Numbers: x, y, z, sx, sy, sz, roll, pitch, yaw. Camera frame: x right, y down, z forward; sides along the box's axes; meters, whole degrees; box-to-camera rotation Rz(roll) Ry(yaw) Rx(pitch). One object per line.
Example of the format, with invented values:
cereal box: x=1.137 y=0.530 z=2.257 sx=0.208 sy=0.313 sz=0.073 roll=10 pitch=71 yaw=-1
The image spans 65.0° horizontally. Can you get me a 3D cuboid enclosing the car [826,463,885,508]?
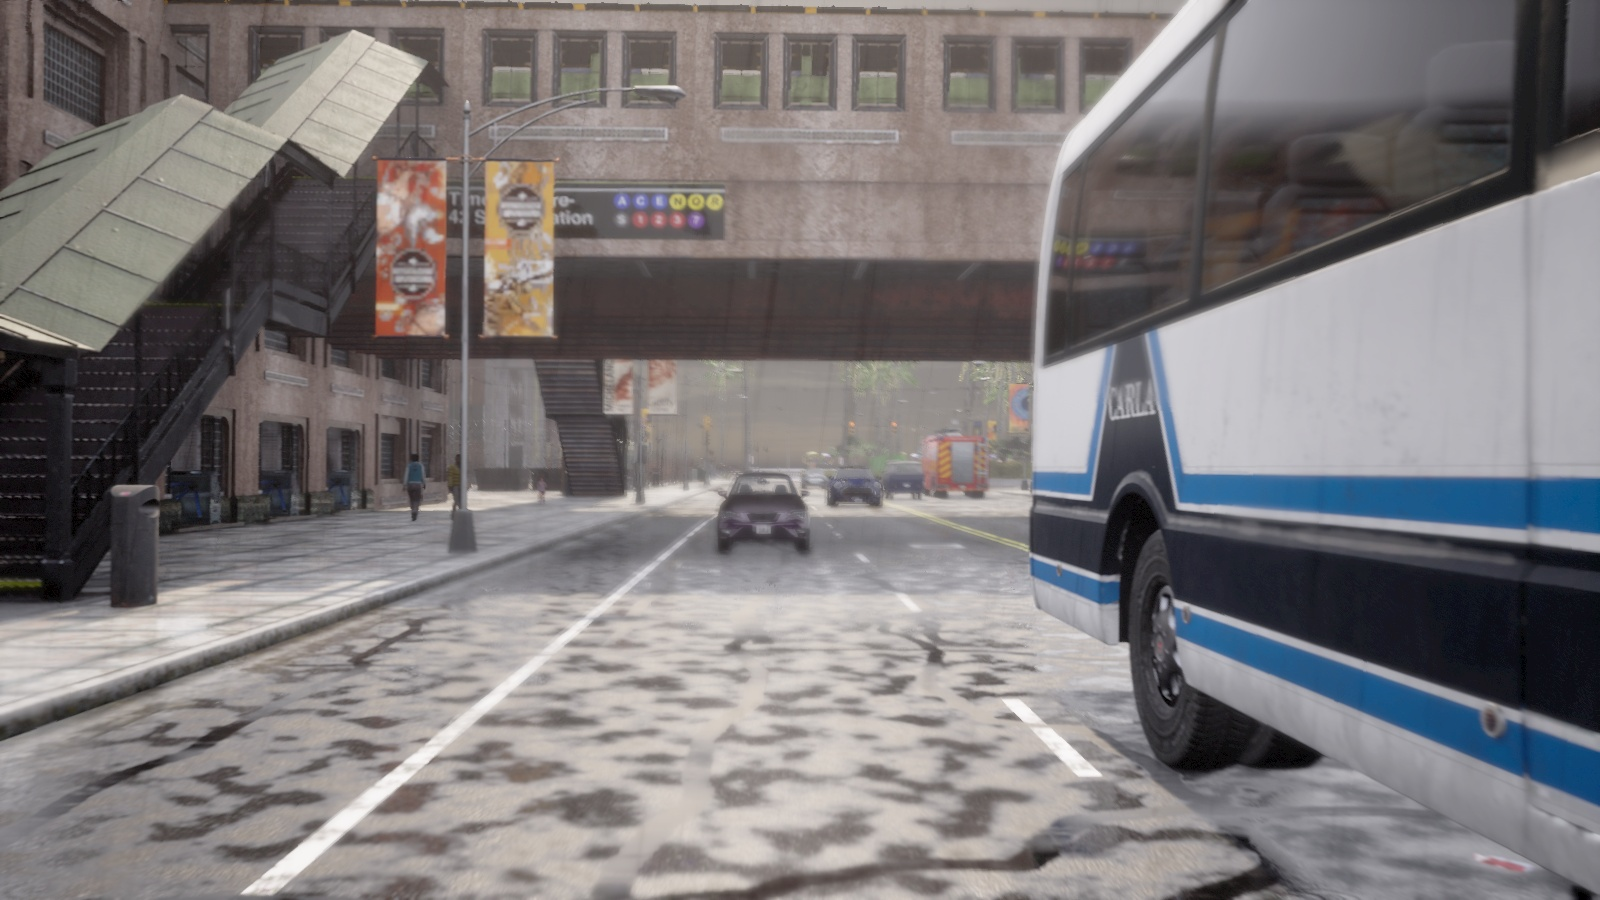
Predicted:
car: x=2.263 y=1.448 z=52.154 sx=2.097 sy=1.767 sz=4.553 roll=0 pitch=-1 yaw=-2

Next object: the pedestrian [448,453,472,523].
pedestrian: x=-9.014 y=1.007 z=33.299 sx=0.431 sy=1.840 sz=0.709 roll=0 pitch=-1 yaw=-30

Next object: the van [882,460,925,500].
van: x=5.358 y=1.529 z=65.360 sx=1.775 sy=1.987 sz=4.442 roll=0 pitch=-1 yaw=-1

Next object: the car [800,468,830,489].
car: x=1.160 y=2.223 z=98.505 sx=2.033 sy=1.649 sz=4.856 roll=0 pitch=-1 yaw=-2

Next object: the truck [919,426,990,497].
truck: x=8.766 y=0.700 z=72.135 sx=2.891 sy=3.827 sz=8.468 roll=0 pitch=-1 yaw=-1

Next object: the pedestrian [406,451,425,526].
pedestrian: x=-10.124 y=1.008 z=33.070 sx=0.396 sy=1.930 sz=0.692 roll=0 pitch=-1 yaw=-10

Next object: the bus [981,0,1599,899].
bus: x=3.438 y=-0.517 z=4.126 sx=3.944 sy=4.253 sz=10.273 roll=0 pitch=-1 yaw=-1

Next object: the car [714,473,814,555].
car: x=-0.710 y=1.207 z=25.072 sx=1.816 sy=1.474 sz=4.193 roll=0 pitch=-1 yaw=-1
